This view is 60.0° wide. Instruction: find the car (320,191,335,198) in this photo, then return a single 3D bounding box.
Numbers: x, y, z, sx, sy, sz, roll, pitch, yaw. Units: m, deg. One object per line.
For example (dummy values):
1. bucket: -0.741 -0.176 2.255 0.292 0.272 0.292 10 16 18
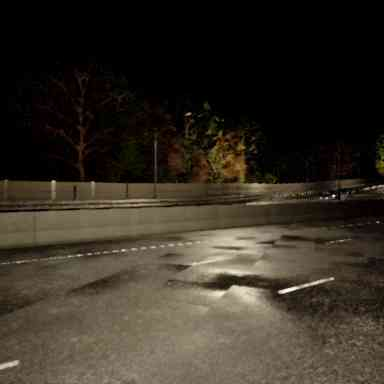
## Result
1. car: 32.580 0.598 80.995 2.033 1.411 5.357 0 1 32
